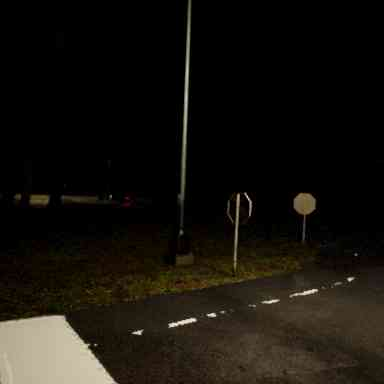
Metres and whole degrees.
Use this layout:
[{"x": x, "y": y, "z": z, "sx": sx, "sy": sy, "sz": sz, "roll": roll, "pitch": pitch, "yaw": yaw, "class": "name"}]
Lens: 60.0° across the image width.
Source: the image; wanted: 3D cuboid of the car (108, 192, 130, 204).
[{"x": -11.924, "y": 1.121, "z": 55.789, "sx": 1.837, "sy": 1.490, "sz": 4.892, "roll": 3, "pitch": 0, "yaw": -32, "class": "car"}]

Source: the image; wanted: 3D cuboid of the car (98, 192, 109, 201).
[{"x": -15.789, "y": 0.793, "z": 61.634, "sx": 2.097, "sy": 1.767, "sz": 4.553, "roll": 3, "pitch": 0, "yaw": -33, "class": "car"}]

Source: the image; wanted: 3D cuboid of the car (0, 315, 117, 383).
[{"x": -2.892, "y": 1.587, "z": 1.864, "sx": 4.718, "sy": 1.301, "sz": 1.895, "roll": 2, "pitch": 0, "yaw": -35, "class": "car"}]
